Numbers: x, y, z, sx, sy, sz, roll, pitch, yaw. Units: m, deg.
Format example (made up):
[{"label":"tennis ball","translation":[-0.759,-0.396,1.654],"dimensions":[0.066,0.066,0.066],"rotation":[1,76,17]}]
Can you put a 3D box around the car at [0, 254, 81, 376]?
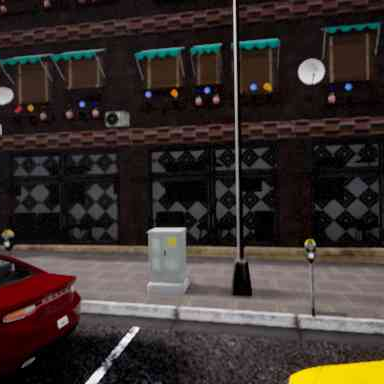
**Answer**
[{"label":"car","translation":[-3.816,1.473,4.542],"dimensions":[4.507,1.381,1.887],"rotation":[0,-1,10]}]

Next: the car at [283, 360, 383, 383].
[{"label":"car","translation":[3.052,1.457,1.605],"dimensions":[5.366,1.575,1.801],"rotation":[0,1,10]}]
